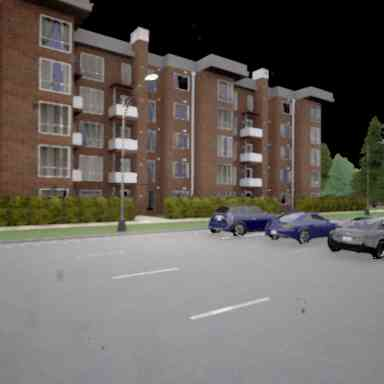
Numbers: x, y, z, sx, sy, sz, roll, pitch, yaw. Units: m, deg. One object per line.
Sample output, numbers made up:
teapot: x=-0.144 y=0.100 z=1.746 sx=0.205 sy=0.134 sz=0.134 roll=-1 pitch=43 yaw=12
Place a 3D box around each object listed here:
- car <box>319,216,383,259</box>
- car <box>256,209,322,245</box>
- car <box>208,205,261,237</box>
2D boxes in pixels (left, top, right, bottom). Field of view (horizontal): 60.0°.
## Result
car: x=7.354 y=1.714 z=13.400 sx=4.181 sy=1.385 sz=1.994 roll=1 pitch=0 yaw=-35
car: x=5.609 y=1.678 z=16.450 sx=4.674 sy=1.442 sz=1.812 roll=0 pitch=0 yaw=-35
car: x=3.193 y=1.499 z=19.030 sx=4.553 sy=1.767 sz=2.097 roll=1 pitch=-1 yaw=-35
